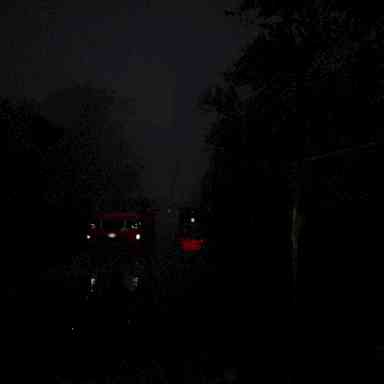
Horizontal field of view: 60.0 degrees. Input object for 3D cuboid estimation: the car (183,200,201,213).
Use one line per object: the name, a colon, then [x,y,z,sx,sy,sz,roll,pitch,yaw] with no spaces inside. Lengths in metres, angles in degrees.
car: [-0.035,1.757,41.359,2.128,1.511,4.902,0,-1,0]

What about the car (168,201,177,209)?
car: [-2.988,2.152,55.491,1.895,1.301,4.718,0,-1,1]

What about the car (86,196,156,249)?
car: [-2.880,1.216,14.766,2.150,2.045,5.566,0,0,0]

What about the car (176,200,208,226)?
car: [0.051,1.550,23.455,1.837,1.490,4.892,0,-1,0]
